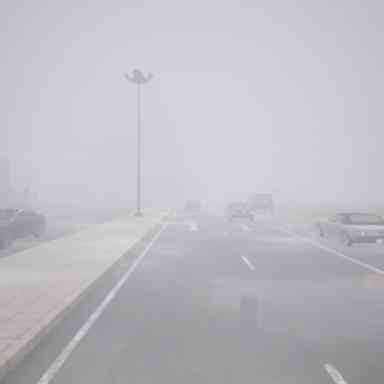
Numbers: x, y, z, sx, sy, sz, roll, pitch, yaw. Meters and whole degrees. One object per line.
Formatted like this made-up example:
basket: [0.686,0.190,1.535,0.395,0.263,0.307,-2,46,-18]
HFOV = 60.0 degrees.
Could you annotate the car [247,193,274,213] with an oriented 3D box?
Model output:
car: [7.111,1.130,35.180,2.150,2.045,5.566,0,0,0]

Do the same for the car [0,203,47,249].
car: [-8.090,1.454,14.490,2.128,1.511,4.902,0,0,0]

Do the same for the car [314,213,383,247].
car: [7.105,1.562,14.813,1.895,1.301,4.718,0,0,0]

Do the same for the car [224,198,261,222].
car: [3.609,1.480,25.953,2.033,1.411,5.357,0,0,0]

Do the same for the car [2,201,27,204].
car: [-15.029,1.454,27.893,1.812,1.442,4.674,0,0,0]

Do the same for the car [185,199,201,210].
car: [0.113,1.496,40.560,1.895,1.301,4.718,0,0,0]
